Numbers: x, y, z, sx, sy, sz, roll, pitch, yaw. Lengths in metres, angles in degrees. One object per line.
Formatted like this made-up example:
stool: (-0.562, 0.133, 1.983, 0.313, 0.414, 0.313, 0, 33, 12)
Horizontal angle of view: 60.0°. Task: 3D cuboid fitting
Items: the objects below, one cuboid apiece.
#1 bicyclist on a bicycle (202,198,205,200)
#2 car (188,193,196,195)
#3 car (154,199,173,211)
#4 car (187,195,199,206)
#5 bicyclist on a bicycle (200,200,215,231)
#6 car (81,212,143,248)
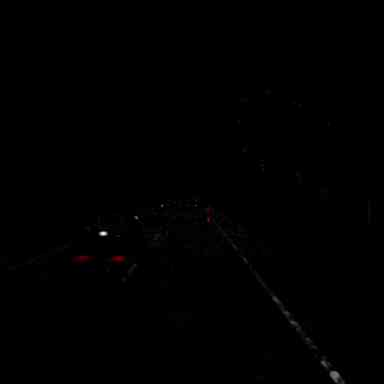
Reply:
bicyclist on a bicycle: (0.968, 1.379, 28.498, 0.659, 1.776, 1.843, 0, 0, 0)
car: (0.008, 1.250, 73.636, 2.150, 2.045, 5.566, 0, 0, 0)
car: (-3.399, 1.576, 40.006, 1.994, 1.385, 4.181, 0, 0, 0)
car: (0.105, 1.582, 56.572, 1.994, 1.385, 4.181, 0, 0, 0)
bicyclist on a bicycle: (0.942, 1.442, 19.404, 0.866, 1.612, 1.509, 0, 0, 0)
car: (-3.399, 1.567, 14.748, 1.994, 1.385, 4.181, 0, 0, 0)
